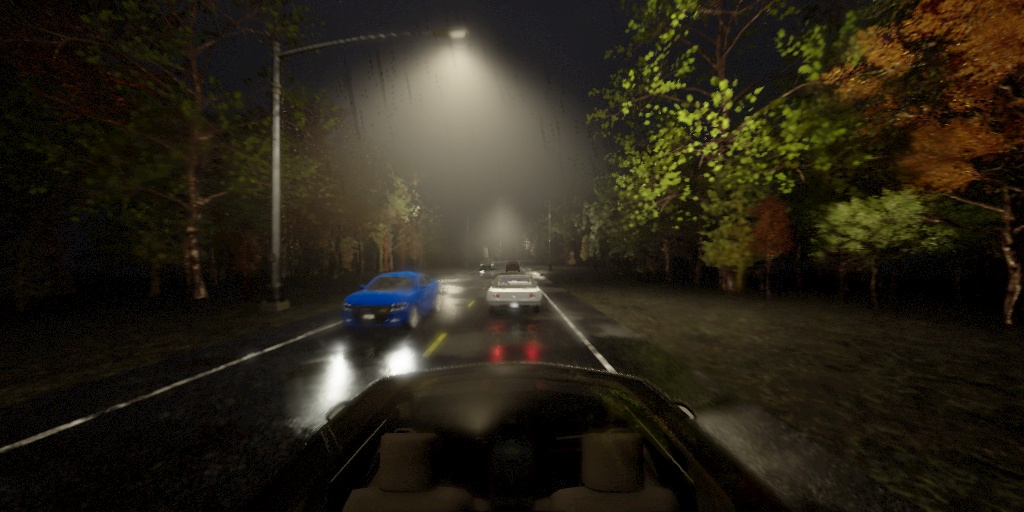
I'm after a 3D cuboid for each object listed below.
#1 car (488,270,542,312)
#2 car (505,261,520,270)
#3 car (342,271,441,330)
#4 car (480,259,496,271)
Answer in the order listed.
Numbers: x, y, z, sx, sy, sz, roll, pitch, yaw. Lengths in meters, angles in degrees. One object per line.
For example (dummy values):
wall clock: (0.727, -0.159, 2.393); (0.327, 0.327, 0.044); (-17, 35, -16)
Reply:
car: (0.101, 1.395, 14.398); (1.895, 1.301, 4.718); (0, 0, 0)
car: (0.097, 1.389, 50.753); (1.882, 1.535, 5.008); (0, 0, 0)
car: (-3.599, 1.262, 11.524); (1.882, 1.535, 5.008); (0, 0, 0)
car: (-3.560, 1.271, 53.160); (2.097, 1.767, 4.553); (0, 0, 0)
